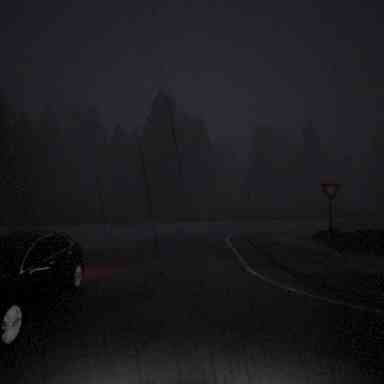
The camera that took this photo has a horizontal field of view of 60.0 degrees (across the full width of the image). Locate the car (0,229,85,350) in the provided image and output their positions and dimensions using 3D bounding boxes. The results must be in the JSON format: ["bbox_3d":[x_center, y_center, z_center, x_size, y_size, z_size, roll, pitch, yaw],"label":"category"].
[{"bbox_3d":[-3.521,1.544,6.333,1.837,1.490,4.892,0,0,0],"label":"car"}]
